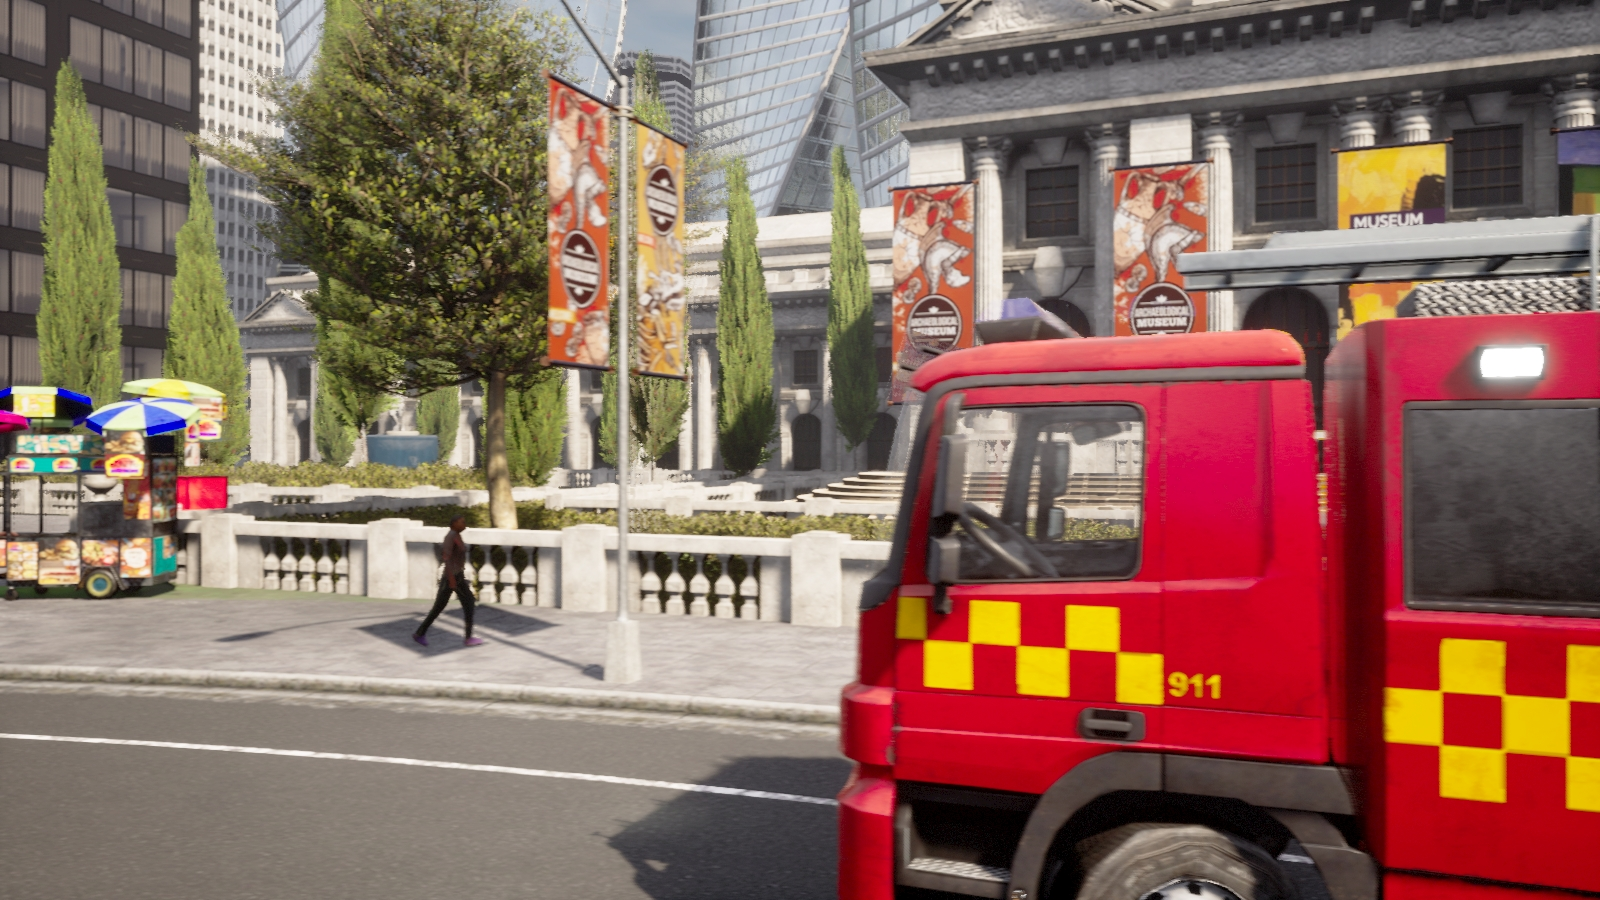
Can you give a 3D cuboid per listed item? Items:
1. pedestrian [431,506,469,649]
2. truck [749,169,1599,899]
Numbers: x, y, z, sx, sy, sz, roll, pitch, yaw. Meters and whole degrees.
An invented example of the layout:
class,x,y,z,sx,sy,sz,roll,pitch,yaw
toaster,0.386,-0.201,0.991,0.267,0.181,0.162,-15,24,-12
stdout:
class,x,y,z,sx,sy,sz,roll,pitch,yaw
pedestrian,-4.661,1.689,15.211,0.375,1.860,0.375,0,0,4
truck,4.231,0.891,5.230,8.468,3.827,2.891,0,0,21
